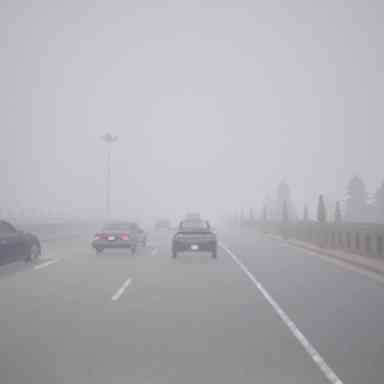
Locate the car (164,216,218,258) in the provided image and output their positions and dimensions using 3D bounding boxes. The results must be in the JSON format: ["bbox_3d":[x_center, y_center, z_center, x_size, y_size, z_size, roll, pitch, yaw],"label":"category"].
[{"bbox_3d":[0.100,2.007,14.875,2.128,1.511,4.902,0,-4,0],"label":"car"}]

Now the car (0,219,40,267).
[{"bbox_3d":[-6.900,1.655,11.010,2.097,1.767,4.553,0,-3,0],"label":"car"}]

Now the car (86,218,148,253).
[{"bbox_3d":[-3.400,2.171,16.508,2.033,1.411,5.357,0,-4,0],"label":"car"}]

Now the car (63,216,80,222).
[{"bbox_3d":[-20.953,5.075,58.629,2.097,1.767,4.553,0,-4,2],"label":"car"}]

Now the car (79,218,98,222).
[{"bbox_3d":[-17.466,5.279,58.746,2.033,1.411,5.357,0,-4,2],"label":"car"}]

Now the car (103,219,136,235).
[{"bbox_3d":[-6.899,3.318,32.143,2.033,1.411,5.357,0,-4,0],"label":"car"}]

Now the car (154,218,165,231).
[{"bbox_3d":[-3.399,3.847,40.103,2.128,1.511,4.902,0,-4,0],"label":"car"}]

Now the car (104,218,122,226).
[{"bbox_3d":[-13.941,5.264,58.856,1.812,1.442,4.674,0,-4,2],"label":"car"}]

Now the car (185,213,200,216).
[{"bbox_3d":[0.101,3.482,38.813,2.150,2.045,5.566,0,-4,0],"label":"car"}]
